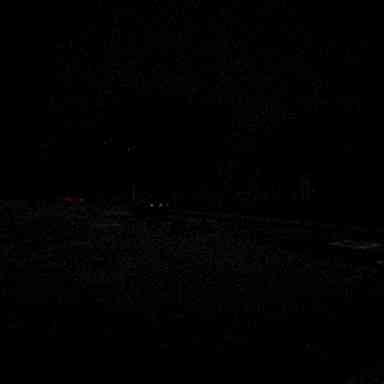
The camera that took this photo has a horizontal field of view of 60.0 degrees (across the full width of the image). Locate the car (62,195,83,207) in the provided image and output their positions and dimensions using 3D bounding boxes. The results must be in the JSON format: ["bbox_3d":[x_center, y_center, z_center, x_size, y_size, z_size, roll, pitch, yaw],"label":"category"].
[{"bbox_3d":[-18.098,1.229,50.333,2.097,1.767,4.553,-2,1,-35],"label":"car"}]

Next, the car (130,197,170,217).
[{"bbox_3d":[-3.957,1.205,30.517,2.097,1.767,4.553,-2,1,-35],"label":"car"}]
